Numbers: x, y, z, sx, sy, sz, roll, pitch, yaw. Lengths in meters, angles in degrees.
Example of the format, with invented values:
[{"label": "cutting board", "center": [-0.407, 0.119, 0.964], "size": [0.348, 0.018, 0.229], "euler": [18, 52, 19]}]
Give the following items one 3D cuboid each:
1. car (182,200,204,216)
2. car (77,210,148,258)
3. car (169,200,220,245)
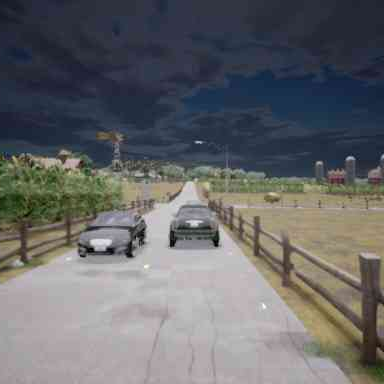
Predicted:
[{"label": "car", "center": [0.101, 1.552, 33.479], "size": [2.033, 1.411, 5.357], "euler": [0, 0, 0]}, {"label": "car", "center": [-2.848, 1.488, 12.783], "size": [2.128, 1.511, 4.902], "euler": [0, 0, 0]}, {"label": "car", "center": [0.098, 1.349, 15.550], "size": [2.097, 1.767, 4.553], "euler": [0, 0, 0]}]
